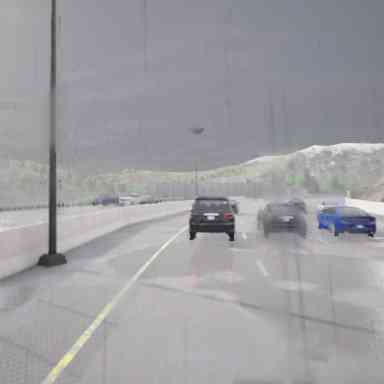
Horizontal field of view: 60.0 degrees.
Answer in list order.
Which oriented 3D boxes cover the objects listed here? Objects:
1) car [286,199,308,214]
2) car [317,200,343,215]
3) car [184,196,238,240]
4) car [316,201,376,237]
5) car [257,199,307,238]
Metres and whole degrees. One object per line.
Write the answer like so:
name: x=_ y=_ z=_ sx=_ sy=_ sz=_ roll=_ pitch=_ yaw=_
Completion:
car: x=11.447 y=1.540 z=36.573 sx=1.837 sy=1.490 sz=4.892 roll=0 pitch=0 yaw=13
car: x=14.972 y=1.644 z=36.395 sx=1.895 sy=1.301 sz=4.718 roll=0 pitch=0 yaw=13
car: x=1.116 y=1.229 z=17.285 sx=2.150 sy=2.045 sz=5.566 roll=0 pitch=0 yaw=6
car: x=8.288 y=1.501 z=18.334 sx=1.882 sy=1.535 sz=5.008 roll=0 pitch=0 yaw=6
car: x=4.765 y=1.368 z=18.173 sx=2.097 sy=1.767 sz=4.553 roll=0 pitch=0 yaw=6
